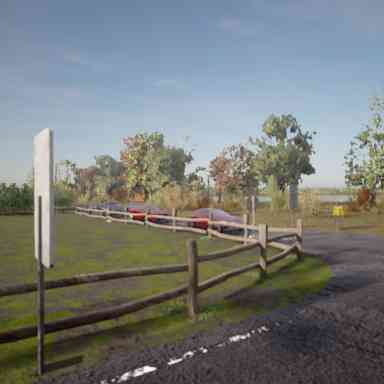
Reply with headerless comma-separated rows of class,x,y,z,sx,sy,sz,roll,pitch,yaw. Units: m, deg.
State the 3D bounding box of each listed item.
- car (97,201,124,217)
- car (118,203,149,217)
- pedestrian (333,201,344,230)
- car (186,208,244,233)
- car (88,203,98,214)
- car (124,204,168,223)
car,-8.842,2.098,37.298,1.994,1.385,4.181,0,-1,-28
car,-7.034,2.083,39.619,2.033,1.411,5.357,0,-1,-29
pedestrian,9.187,1.482,21.022,0.375,1.860,0.375,-1,1,-35
car,1.376,1.806,21.784,1.812,1.442,4.674,0,-1,-35
car,-13.345,2.227,46.258,1.994,1.385,4.181,0,-1,-21
car,-3.896,1.887,29.474,1.882,1.535,5.008,0,-1,-34
